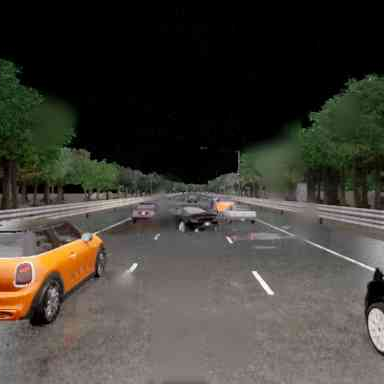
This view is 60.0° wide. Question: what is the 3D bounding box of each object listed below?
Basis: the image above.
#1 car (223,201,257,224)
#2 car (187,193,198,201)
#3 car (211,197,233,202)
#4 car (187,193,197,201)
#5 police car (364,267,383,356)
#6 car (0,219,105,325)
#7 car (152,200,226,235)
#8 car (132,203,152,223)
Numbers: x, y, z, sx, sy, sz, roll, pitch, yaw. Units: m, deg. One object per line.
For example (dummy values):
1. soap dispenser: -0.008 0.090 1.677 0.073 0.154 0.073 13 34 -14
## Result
1. car: 3.502 1.608 25.012 1.895 1.301 4.718 0 0 0
2. car: 0.075 1.516 63.607 1.837 1.490 4.892 0 0 0
3. car: 3.505 1.360 35.952 2.097 1.767 4.553 0 0 0
4. car: 0.013 1.186 80.350 2.150 2.045 5.566 0 0 0
5. police car: 3.500 1.426 3.093 1.930 1.638 5.238 0 0 0
6. car: -3.400 1.355 7.256 2.097 1.767 4.553 0 0 0
7. car: -0.374 1.484 19.243 1.882 1.535 5.008 -1 1 -28
8. car: -3.396 1.554 25.775 2.033 1.411 5.357 0 0 0
